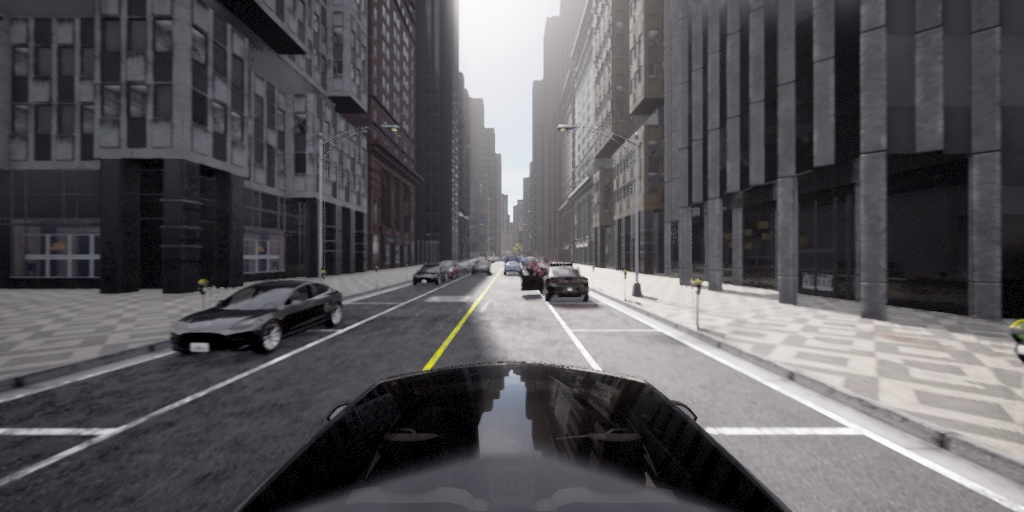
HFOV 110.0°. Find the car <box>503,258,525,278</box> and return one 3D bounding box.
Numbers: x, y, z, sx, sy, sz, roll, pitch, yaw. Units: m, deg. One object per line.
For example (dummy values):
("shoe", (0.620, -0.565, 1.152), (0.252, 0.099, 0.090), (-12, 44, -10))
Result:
("car", (0.041, 1.259, 38.565), (2.033, 1.411, 5.357), (0, 0, 1))

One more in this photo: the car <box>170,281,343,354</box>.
("car", (-5.764, 1.308, 8.791), (1.948, 1.339, 4.313), (0, 0, 0))

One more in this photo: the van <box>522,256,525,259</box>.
("van", (2.758, 1.038, 53.894), (1.690, 1.789, 3.998), (0, 0, 0))

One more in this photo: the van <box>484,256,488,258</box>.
("van", (-5.768, 1.026, 65.155), (1.690, 1.789, 3.998), (0, 0, 0))

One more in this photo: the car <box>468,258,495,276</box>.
("car", (-3.094, 1.219, 36.935), (1.837, 1.490, 4.892), (0, 0, 0))

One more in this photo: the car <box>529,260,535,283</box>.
("car", (2.760, 1.265, 31.347), (1.888, 1.381, 4.507), (0, 0, 0))

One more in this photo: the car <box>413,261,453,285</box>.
("car", (-5.765, 1.291, 25.700), (1.948, 1.339, 4.313), (0, 0, 0))

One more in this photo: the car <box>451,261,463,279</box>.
("car", (-5.765, 1.159, 31.337), (1.967, 1.591, 4.097), (0, 0, 0))

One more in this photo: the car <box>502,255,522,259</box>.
("car", (-0.003, 0.920, 53.318), (2.150, 2.045, 5.566), (0, 0, 0))

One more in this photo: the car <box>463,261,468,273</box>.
("car", (-5.766, 1.258, 42.609), (2.007, 1.370, 4.403), (0, 0, 0))

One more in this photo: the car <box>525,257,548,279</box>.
("car", (2.759, 1.029, 36.984), (2.192, 1.841, 5.009), (0, 0, 0))

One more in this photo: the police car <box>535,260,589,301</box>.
("police car", (2.365, 1.159, 17.253), (1.930, 1.638, 5.238), (0, 0, 0))
